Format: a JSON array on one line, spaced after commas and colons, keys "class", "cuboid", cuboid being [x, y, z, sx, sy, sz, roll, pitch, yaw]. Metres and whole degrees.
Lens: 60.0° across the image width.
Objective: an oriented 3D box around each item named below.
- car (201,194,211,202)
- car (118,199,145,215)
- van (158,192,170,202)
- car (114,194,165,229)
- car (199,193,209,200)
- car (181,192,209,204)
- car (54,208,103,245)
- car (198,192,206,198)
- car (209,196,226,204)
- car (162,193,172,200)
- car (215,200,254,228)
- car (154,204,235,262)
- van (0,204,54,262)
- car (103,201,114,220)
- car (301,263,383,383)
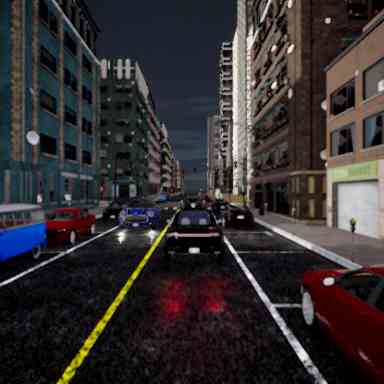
[{"class": "car", "cuboid": [2.705, 1.147, 63.952, 1.802, 1.307, 4.206, 0, 0, 0]}, {"class": "car", "cuboid": [-5.680, 1.360, 31.560, 1.802, 1.307, 4.206, 0, 0, 0]}, {"class": "van", "cuboid": [-5.674, 0.906, 63.952, 1.690, 1.788, 3.998, 0, 0, 0]}, {"class": "car", "cuboid": [-3.090, 1.206, 20.457, 2.097, 1.767, 4.553, 0, 0, 0]}, {"class": "car", "cuboid": [2.707, 0.935, 75.006, 1.967, 1.590, 4.097, 0, 0, 0]}, {"class": "car", "cuboid": [0.092, 1.148, 28.817, 2.097, 1.767, 4.553, 0, 0, 0]}, {"class": "car", "cuboid": [-5.681, 1.437, 14.990, 1.887, 1.381, 4.507, 0, 0, 0]}, {"class": "car", "cuboid": [2.709, 0.833, 91.589, 1.967, 1.590, 4.097, 0, 0, 0]}, {"class": "car", "cuboid": [2.701, 1.344, 31.547, 1.947, 1.339, 4.313, 0, 0, 0]}, {"class": "car", "cuboid": [-5.675, 1.040, 75.009, 1.887, 1.381, 4.507, 0, 0, 0]}, {"class": "car", "cuboid": [2.700, 1.420, 20.500, 1.947, 1.339, 4.313, 0, 0, 0]}, {"class": "car", "cuboid": [0.082, 1.408, 11.761, 2.128, 1.511, 4.902, 0, 0, 0]}, {"class": "van", "cuboid": [-5.680, 1.273, 9.465, 1.690, 1.788, 3.998, 0, 0, 0]}, {"class": "car", "cuboid": [-5.680, 1.381, 26.036, 1.947, 1.339, 4.313, 0, 0, 0]}, {"class": "car", "cuboid": [2.698, 1.516, 3.930, 1.887, 1.381, 4.507, 0, 0, 0]}]
